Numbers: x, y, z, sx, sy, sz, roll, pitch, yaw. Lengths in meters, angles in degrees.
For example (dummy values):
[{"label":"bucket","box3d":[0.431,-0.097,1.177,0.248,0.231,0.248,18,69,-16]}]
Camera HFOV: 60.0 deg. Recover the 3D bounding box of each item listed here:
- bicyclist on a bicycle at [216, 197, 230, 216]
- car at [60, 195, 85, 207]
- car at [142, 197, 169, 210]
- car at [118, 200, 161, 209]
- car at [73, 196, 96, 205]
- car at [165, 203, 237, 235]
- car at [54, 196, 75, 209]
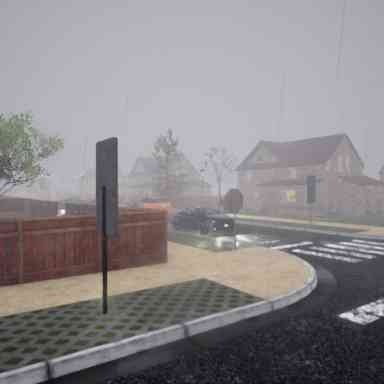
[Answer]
[{"label":"bicyclist on a bicycle","box3d":[2.358,1.193,26.019,1.656,1.620,0.582,-1,1,-36]},{"label":"car","box3d":[-17.561,1.278,48.740,2.128,1.511,4.902,0,1,-35]},{"label":"car","box3d":[-3.629,1.228,29.373,2.097,1.767,4.553,0,0,-36]},{"label":"car","box3d":[-4.554,1.501,25.606,1.895,1.301,4.718,0,0,-36]},{"label":"car","box3d":[-10.075,1.424,33.312,1.994,1.385,4.181,0,0,-35]},{"label":"car","box3d":[0.574,1.505,18.464,1.994,1.385,4.181,0,0,-36]},{"label":"car","box3d":[-15.948,1.421,41.545,1.895,1.301,4.718,0,0,-35]}]
